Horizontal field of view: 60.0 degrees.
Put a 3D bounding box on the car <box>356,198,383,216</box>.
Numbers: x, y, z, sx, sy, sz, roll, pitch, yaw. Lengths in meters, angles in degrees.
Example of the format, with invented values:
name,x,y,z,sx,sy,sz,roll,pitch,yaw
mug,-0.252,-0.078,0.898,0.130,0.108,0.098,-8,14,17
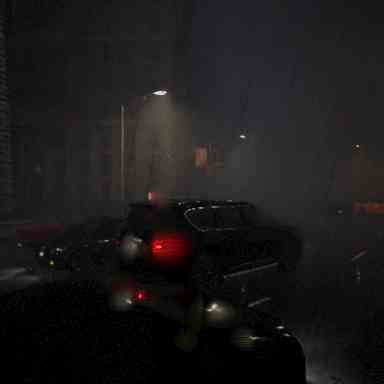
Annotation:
name,x,y,z,sx,sy,sz,roll,pitch,yaw
car,17.068,1.335,31.963,2.097,1.767,4.553,0,0,13

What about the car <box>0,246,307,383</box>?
name,x,y,z,sx,sy,sz,roll,pitch,yaw
car,-0.842,1.561,3.072,4.181,1.385,1.994,0,0,-36

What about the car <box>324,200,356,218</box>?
name,x,y,z,sx,sy,sz,roll,pitch,yaw
car,13.034,1.459,29.930,1.882,1.535,5.008,0,0,17

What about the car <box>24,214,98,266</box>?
name,x,y,z,sx,sy,sz,roll,pitch,yaw
car,-2.740,1.554,10.649,4.181,1.385,1.994,0,0,-43

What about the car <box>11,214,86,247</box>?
name,x,y,z,sx,sy,sz,roll,pitch,yaw
car,-4.595,1.587,13.494,4.718,1.301,1.895,0,0,-44

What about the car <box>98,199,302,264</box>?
name,x,y,z,sx,sy,sz,roll,pitch,yaw
car,0.702,1.214,8.625,5.566,2.045,2.150,0,0,-44
